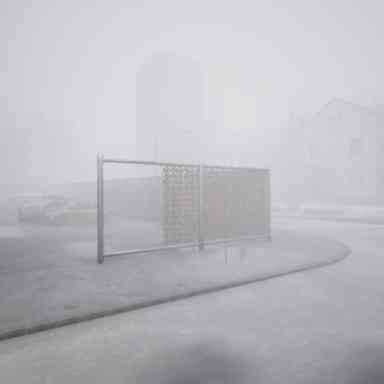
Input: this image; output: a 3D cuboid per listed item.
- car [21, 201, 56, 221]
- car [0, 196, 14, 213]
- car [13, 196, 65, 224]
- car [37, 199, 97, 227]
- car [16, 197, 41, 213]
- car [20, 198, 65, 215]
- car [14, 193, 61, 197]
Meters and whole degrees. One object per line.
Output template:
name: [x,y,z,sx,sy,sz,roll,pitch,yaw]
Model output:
car: [-11.693,1.437,25.321,2.207,1.379,1.481,0,0,-36]
car: [-17.536,1.456,35.844,5.357,1.415,2.033,0,0,-36]
car: [-9.956,1.332,23.945,4.611,1.667,2.242,0,0,-36]
car: [-7.510,1.398,21.797,4.193,1.474,1.816,0,0,-36]
car: [-17.534,1.385,35.567,1.789,1.547,3.705,0,0,-36]
car: [-14.476,1.393,32.281,3.633,1.501,1.845,0,0,-36]
car: [-12.250,1.226,27.580,3.866,1.878,1.905,0,0,-36]
